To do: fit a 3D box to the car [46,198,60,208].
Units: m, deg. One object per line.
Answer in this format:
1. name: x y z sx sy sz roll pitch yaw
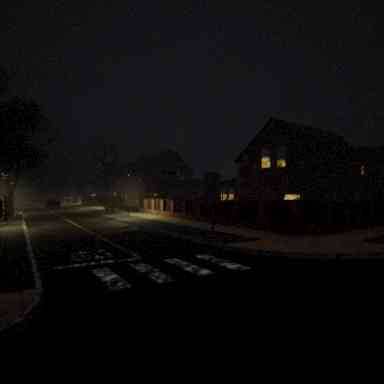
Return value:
1. car: -23.159 1.750 55.477 1.882 1.535 5.008 -2 0 -28
